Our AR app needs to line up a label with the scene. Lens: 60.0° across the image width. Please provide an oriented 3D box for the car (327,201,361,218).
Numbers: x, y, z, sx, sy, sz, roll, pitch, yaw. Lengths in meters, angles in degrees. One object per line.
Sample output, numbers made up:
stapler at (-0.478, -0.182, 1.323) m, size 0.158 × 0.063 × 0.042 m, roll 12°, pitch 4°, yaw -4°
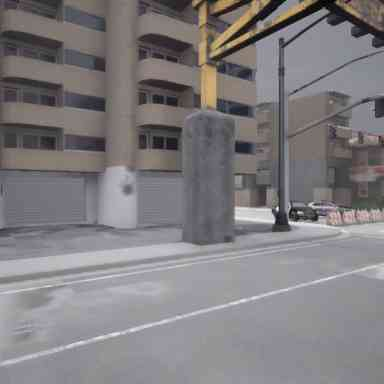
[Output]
car at (11.752, 1.461, 28.558) m, size 4.974 × 1.542 × 2.038 m, roll 0°, pitch 0°, yaw 34°

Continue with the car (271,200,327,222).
car at (8.178, 1.459, 26.406) m, size 2.038 × 1.542 × 4.974 m, roll 0°, pitch 0°, yaw -11°

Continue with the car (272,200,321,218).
car at (8.168, 1.302, 26.457) m, size 1.853 × 1.218 × 4.536 m, roll 0°, pitch 0°, yaw -11°

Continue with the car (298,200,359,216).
car at (11.709, 1.303, 28.587) m, size 4.536 × 1.218 × 1.853 m, roll 0°, pitch 0°, yaw 34°
